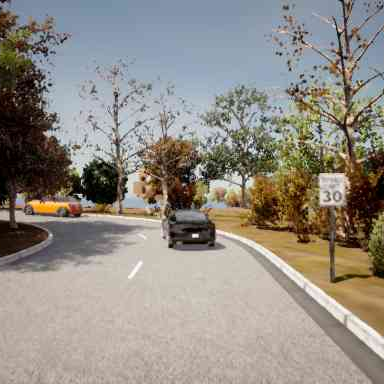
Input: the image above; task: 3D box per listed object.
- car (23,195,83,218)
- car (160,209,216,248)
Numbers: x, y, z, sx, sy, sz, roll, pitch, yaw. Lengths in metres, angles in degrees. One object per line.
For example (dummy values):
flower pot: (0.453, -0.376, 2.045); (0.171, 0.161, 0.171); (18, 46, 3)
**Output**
car: (-11.108, 1.048, 26.601); (4.553, 1.767, 2.097); (2, -1, 14)
car: (-0.293, 1.494, 14.917); (1.882, 1.535, 5.008); (0, 0, -10)
